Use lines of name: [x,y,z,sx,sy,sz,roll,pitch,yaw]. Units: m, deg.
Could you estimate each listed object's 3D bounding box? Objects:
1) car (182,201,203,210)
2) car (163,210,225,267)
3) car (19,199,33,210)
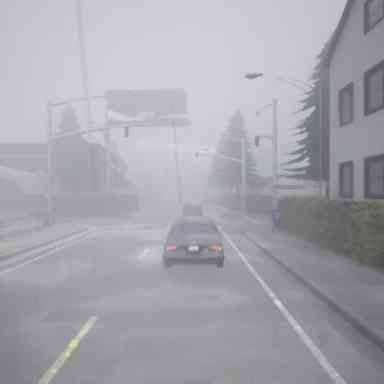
car: [0.074,1.671,32.844,1.882,1.535,5.008,0,-1,0]
car: [0.060,1.557,11.396,2.033,1.411,5.357,0,0,0]
car: [-22.195,1.712,47.539,4.611,1.667,2.242,0,0,0]
